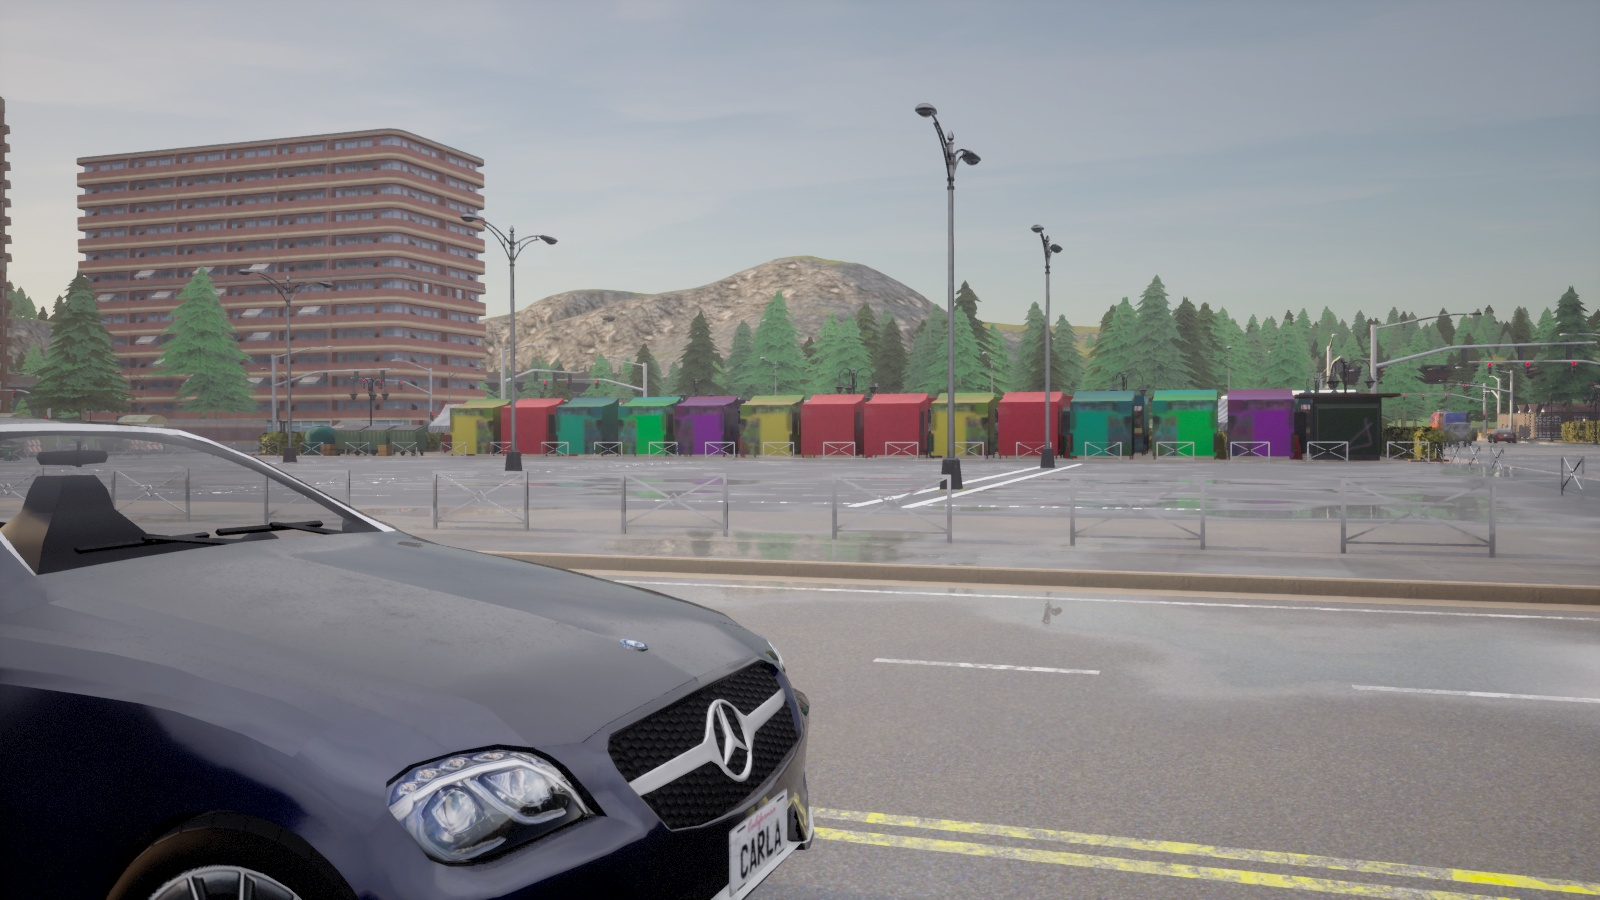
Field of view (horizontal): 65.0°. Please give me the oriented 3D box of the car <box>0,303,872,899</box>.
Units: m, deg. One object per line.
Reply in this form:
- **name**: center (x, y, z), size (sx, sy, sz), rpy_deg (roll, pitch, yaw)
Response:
- **car**: center (-2.485, 0.531, 4.025), size (5.027, 1.651, 2.152), rpy_deg (1, 1, 19)
